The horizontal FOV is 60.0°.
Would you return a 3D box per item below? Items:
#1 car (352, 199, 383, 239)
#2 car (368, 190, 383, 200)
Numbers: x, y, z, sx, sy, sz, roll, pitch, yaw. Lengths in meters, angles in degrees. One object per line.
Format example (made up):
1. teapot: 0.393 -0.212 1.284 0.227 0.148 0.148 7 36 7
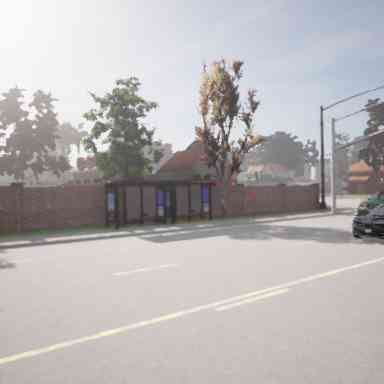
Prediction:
1. car: 9.073 1.240 14.734 5.008 1.535 1.882 -1 1 -35
2. car: 13.188 0.852 21.898 5.566 2.045 2.150 -1 0 -35
